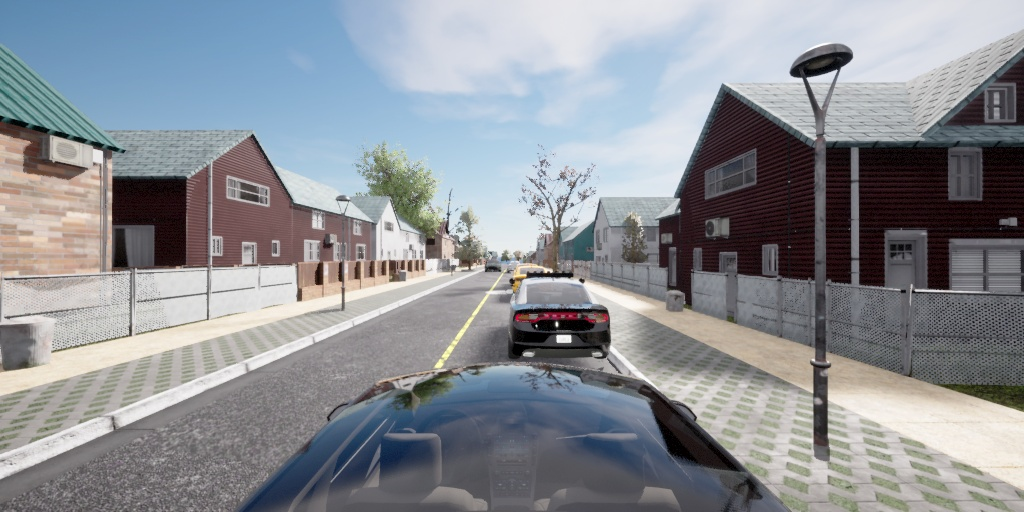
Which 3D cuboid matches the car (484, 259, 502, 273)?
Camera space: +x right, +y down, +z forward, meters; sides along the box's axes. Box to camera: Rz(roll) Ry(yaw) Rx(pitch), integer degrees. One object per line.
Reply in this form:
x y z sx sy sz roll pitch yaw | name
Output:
-2.411 1.214 46.660 2.097 1.767 4.553 0 0 0 | car

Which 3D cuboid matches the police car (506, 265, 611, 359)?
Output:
0.883 1.176 8.555 1.930 1.638 5.238 0 0 0 | police car

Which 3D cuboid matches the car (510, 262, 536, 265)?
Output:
0.956 1.238 18.445 1.882 1.535 5.008 0 0 0 | car

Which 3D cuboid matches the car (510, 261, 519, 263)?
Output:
1.001 1.250 24.446 1.882 1.535 5.008 0 0 0 | car

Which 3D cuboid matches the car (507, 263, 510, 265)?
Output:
0.365 1.383 45.720 1.812 1.442 4.674 0 0 1 | car
